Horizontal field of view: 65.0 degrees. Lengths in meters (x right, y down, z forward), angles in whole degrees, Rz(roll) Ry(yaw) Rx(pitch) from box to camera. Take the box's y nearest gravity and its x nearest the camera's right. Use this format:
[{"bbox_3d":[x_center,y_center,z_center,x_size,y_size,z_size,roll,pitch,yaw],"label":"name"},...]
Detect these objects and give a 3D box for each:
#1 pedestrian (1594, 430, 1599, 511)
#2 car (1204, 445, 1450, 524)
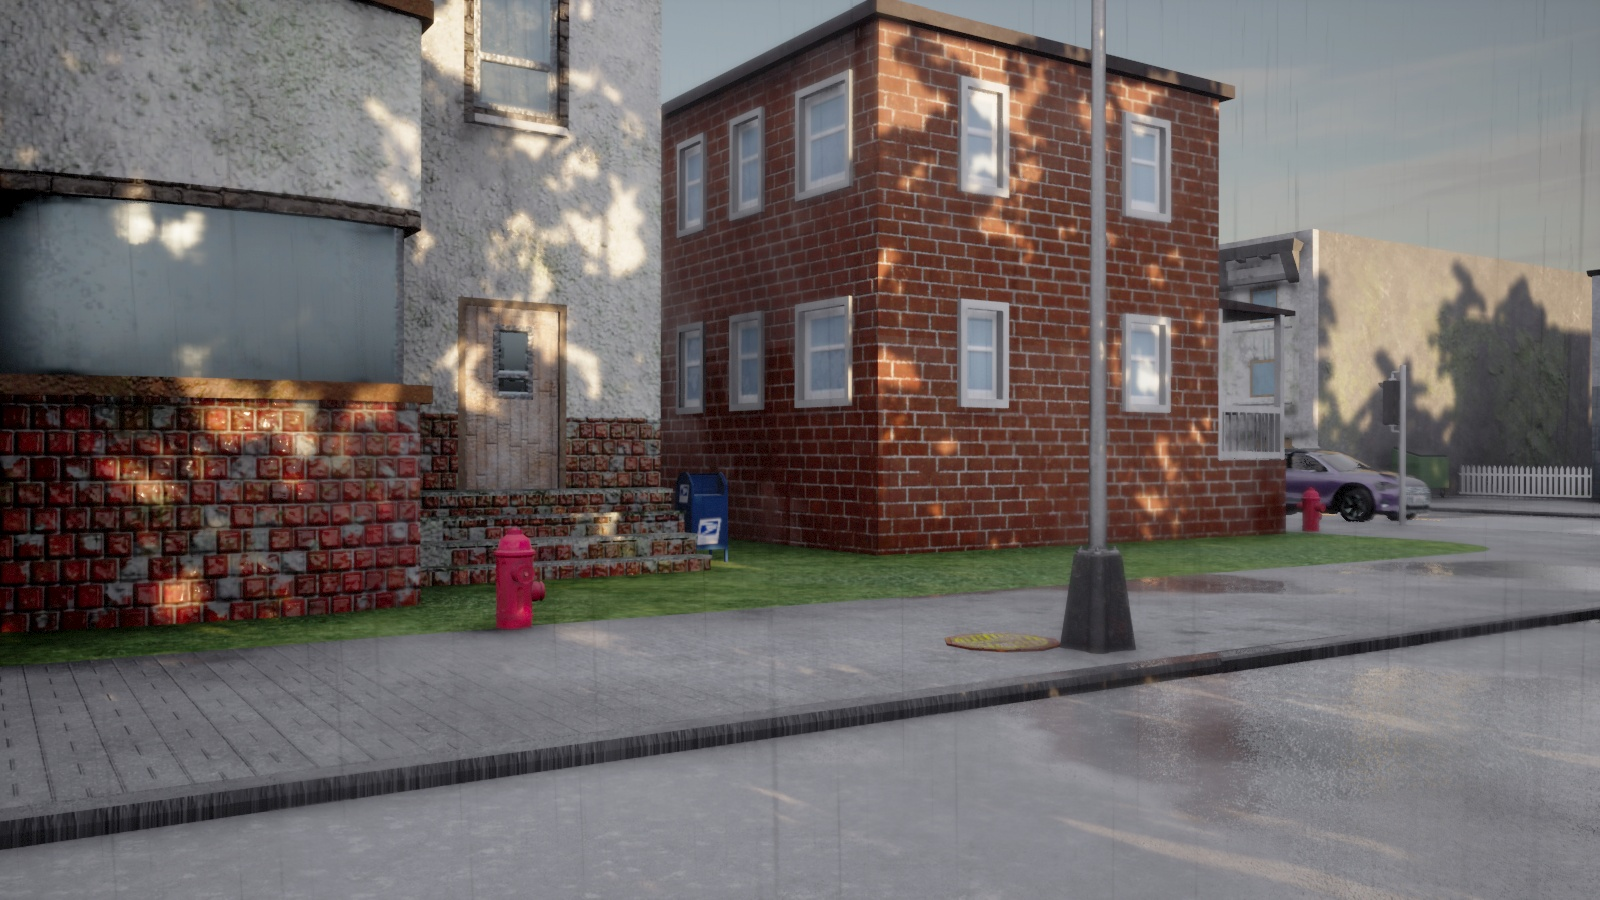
[{"bbox_3d":[19.398,0.487,29.994,0.395,1.930,0.692,0,0,-1],"label":"pedestrian"},{"bbox_3d":[11.869,0.720,28.642,2.033,1.649,4.856,0,0,-33],"label":"car"}]
